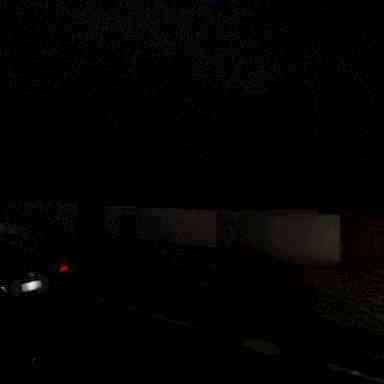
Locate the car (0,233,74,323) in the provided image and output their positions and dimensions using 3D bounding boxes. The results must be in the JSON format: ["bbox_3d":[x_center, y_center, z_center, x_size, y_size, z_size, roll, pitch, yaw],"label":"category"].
[{"bbox_3d":[-4.329,1.545,6.773,4.181,1.385,1.994,0,0,35],"label":"car"}]
